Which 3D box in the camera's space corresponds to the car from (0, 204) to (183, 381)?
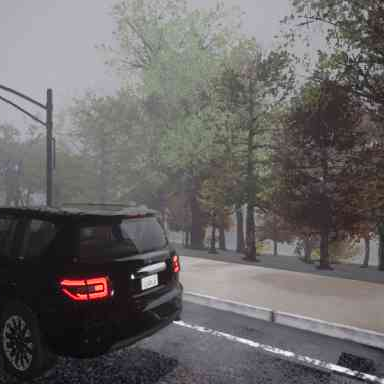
[{"bbox_3d":[-2.756,1.221,5.680,5.566,2.045,2.150,0,0,34],"label":"car"}]
